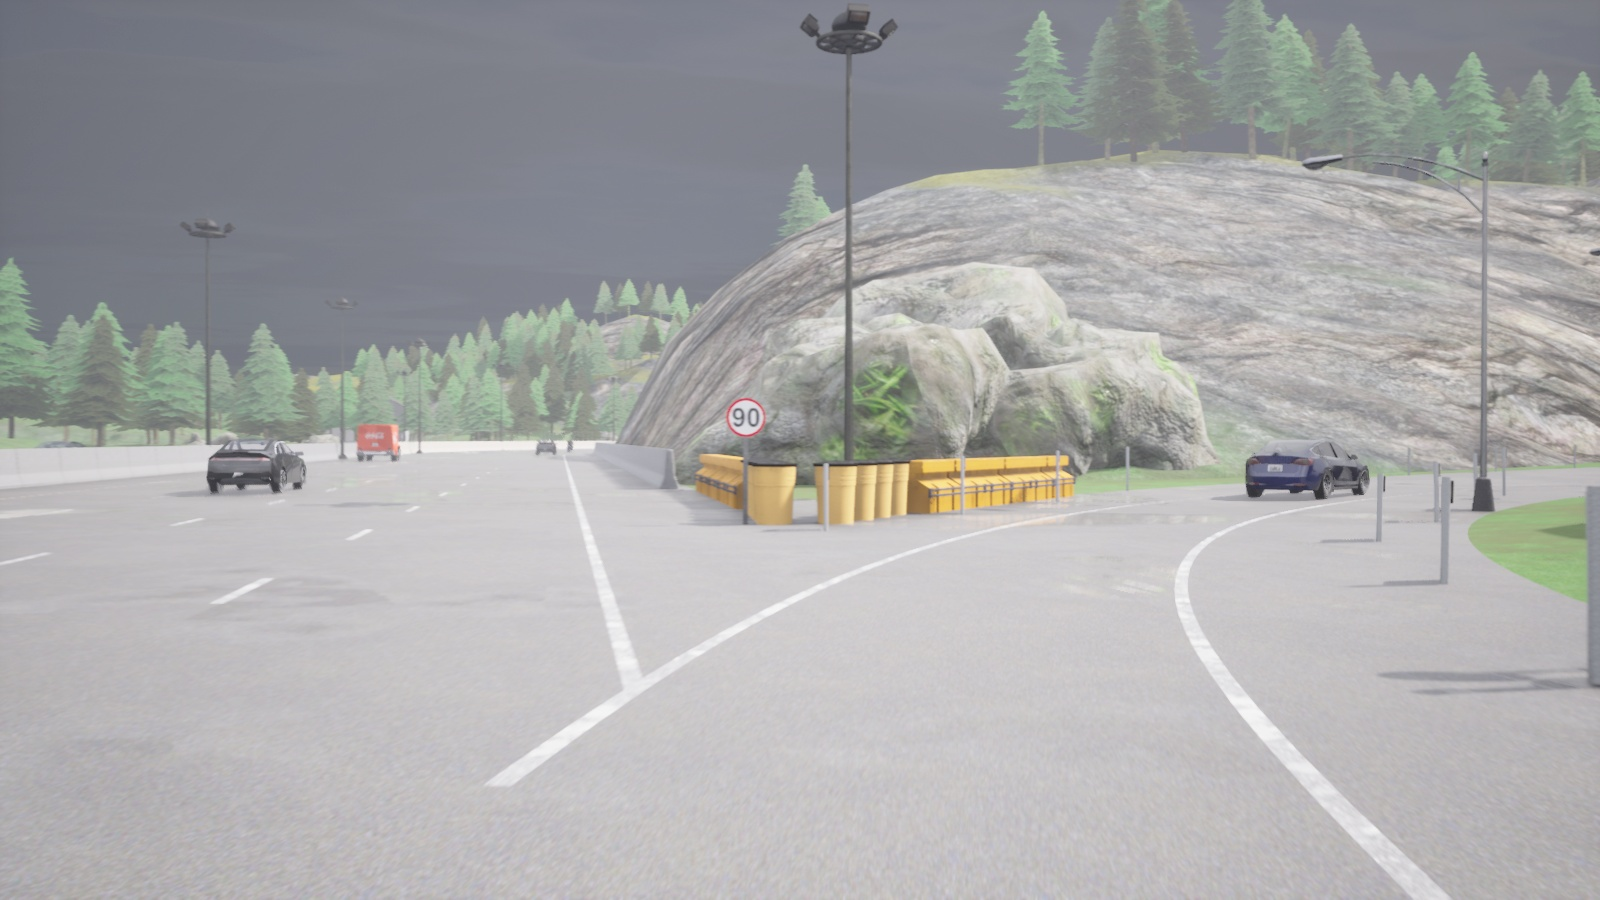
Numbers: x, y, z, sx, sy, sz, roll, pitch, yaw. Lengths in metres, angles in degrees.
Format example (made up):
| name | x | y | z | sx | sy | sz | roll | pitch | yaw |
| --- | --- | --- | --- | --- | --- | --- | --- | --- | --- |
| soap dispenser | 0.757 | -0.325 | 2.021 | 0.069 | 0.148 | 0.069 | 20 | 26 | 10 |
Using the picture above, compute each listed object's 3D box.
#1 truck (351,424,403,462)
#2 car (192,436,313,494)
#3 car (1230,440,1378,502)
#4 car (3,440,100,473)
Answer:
| name | x | y | z | sx | sy | sz | roll | pitch | yaw |
| --- | --- | --- | --- | --- | --- | --- | --- | --- | --- |
| truck | -28.479 | -0.505 | 84.738 | 2.627 | 2.467 | 5.204 | 0 | 1 | -11 |
| car | -15.373 | 0.374 | 35.544 | 2.128 | 1.511 | 4.902 | 0 | 0 | -11 |
| car | 13.196 | 0.492 | 32.695 | 2.163 | 1.488 | 4.792 | 0 | 1 | 40 |
| car | -33.760 | 0.251 | 56.819 | 2.033 | 1.411 | 5.357 | 0 | 0 | -11 |
